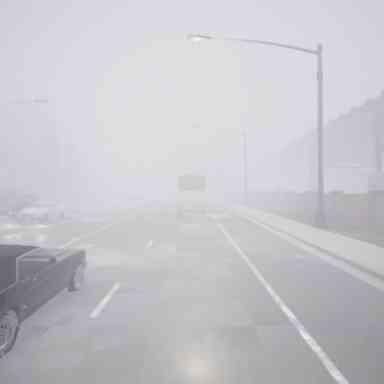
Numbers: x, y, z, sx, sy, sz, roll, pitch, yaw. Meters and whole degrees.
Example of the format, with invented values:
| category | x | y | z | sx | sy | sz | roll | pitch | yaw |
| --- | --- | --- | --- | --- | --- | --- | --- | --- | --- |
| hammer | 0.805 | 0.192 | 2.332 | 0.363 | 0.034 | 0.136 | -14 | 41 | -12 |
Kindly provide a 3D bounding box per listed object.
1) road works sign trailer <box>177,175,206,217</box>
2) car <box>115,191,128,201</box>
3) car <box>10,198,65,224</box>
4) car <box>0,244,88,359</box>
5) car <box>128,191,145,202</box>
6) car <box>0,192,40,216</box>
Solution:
| category | x | y | z | sx | sy | sz | roll | pitch | yaw |
| --- | --- | --- | --- | --- | --- | --- | --- | --- | --- |
| road works sign trailer | -0.003 | 0.276 | 29.304 | 2.380 | 3.560 | 2.880 | 0 | 0 | 0 |
| car | -14.034 | 0.780 | 67.935 | 2.150 | 2.045 | 5.566 | 0 | 0 | 0 |
| car | -10.594 | 1.372 | 23.703 | 1.812 | 1.442 | 4.674 | 0 | 0 | 0 |
| car | -3.398 | 1.562 | 5.824 | 1.895 | 1.301 | 4.718 | 0 | 0 | 0 |
| car | -10.526 | 0.935 | 64.556 | 2.097 | 1.767 | 4.553 | 0 | 0 | 0 |
| car | -14.093 | 1.047 | 26.679 | 2.150 | 2.045 | 5.566 | 0 | 1 | 0 |
